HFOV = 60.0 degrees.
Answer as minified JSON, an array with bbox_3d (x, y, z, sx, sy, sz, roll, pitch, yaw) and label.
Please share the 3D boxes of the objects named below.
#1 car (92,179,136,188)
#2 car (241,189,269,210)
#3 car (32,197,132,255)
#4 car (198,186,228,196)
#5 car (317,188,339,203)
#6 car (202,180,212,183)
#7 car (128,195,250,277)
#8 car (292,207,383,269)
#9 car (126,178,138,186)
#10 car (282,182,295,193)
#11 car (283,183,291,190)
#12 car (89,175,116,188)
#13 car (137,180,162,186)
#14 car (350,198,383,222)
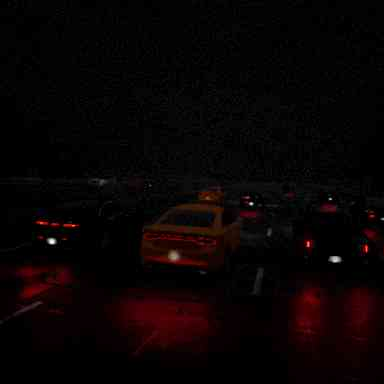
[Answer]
[{"bbox_3d":[-7.776,-0.269,33.679,1.812,1.442,4.674,3,3,15],"label":"car"},{"bbox_3d":[4.950,0.503,26.422,1.837,1.490,4.892,3,3,15],"label":"car"},{"bbox_3d":[-2.902,0.915,10.740,1.837,1.490,4.892,3,3,15],"label":"car"},{"bbox_3d":[1.900,0.269,28.534,1.882,1.535,5.008,3,3,15],"label":"car"},{"bbox_3d":[14.957,0.383,36.663,1.837,1.490,4.892,3,3,15],"label":"car"},{"bbox_3d":[3.180,-1.851,73.906,1.882,1.535,5.008,3,3,15],"label":"car"},{"bbox_3d":[0.289,1.074,9.140,1.882,1.535,5.008,3,3,15],"label":"car"},{"bbox_3d":[4.113,1.289,10.299,1.895,1.301,4.718,3,3,15],"label":"car"},{"bbox_3d":[-9.802,-1.432,52.854,2.097,1.767,4.553,3,3,15],"label":"car"},{"bbox_3d":[16.988,-0.587,57.981,1.837,1.490,4.892,3,3,15],"label":"car"},{"bbox_3d":[23.438,-1.384,81.893,1.837,1.490,4.892,3,2,15],"label":"car"},{"bbox_3d":[-13.740,-1.645,51.646,2.150,2.045,5.566,3,3,15],"label":"car"},{"bbox_3d":[-6.380,-1.030,52.184,1.895,1.301,4.718,3,3,15],"label":"car"},{"bbox_3d":[10.099,1.062,18.673,1.812,1.442,4.674,3,3,15],"label":"car"}]
